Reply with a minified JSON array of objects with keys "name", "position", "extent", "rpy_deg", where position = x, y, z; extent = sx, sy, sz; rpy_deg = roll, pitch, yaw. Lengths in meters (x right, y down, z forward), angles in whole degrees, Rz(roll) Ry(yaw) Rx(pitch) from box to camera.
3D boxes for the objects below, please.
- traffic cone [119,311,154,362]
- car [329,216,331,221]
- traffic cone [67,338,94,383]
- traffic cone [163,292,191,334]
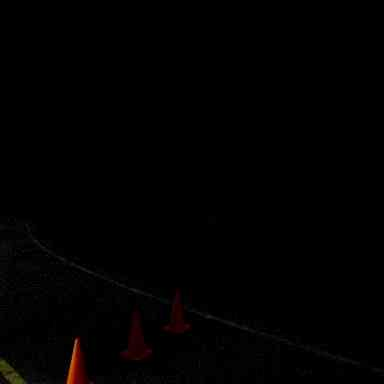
[{"name":"traffic cone","position":[-0.764,1.938,4.591],"extent":[0.340,0.580,0.340],"rpy_deg":[1,1,32]},{"name":"car","position":[35.634,6.632,82.727],"extent":[1.851,1.617,3.988],"rpy_deg":[-4,-3,4]},{"name":"traffic cone","position":[-1.283,1.945,3.741],"extent":[0.340,0.580,0.340],"rpy_deg":[1,1,31]},{"name":"traffic cone","position":[-0.244,1.931,5.441],"extent":[0.340,0.580,0.340],"rpy_deg":[1,1,31]}]
